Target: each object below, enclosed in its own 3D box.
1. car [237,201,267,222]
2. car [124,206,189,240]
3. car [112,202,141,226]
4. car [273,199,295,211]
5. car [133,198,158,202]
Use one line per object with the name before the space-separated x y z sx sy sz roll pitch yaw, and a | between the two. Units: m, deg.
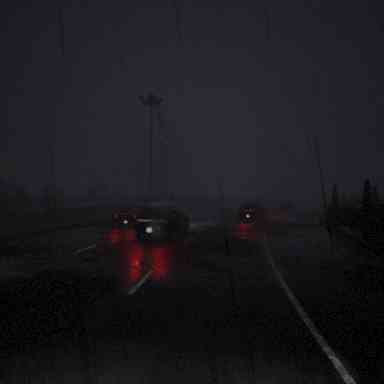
car | 4.898 1.513 26.880 1.837 1.490 4.892 0 0 18
car | -1.404 1.482 17.069 2.128 1.511 4.902 0 0 11
car | -3.605 1.582 23.072 1.895 1.301 4.718 0 0 15
car | 11.380 1.547 41.342 1.812 1.442 4.674 0 0 28
car | -5.665 1.462 38.851 2.128 1.511 4.902 0 0 24
